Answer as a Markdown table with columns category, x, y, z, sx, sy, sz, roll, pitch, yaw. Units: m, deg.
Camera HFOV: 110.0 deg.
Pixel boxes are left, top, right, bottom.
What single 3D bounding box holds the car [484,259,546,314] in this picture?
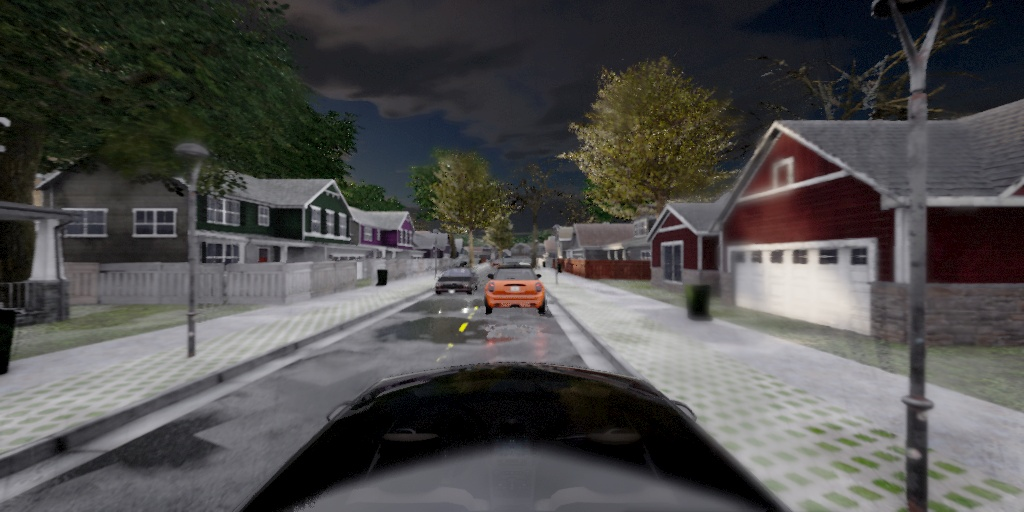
| category | x | y | z | sx | sy | sz | roll | pitch | yaw |
| --- | --- | --- | --- | --- | --- | --- | --- | --- | --- |
| car | 0.102 | 1.109 | 14.017 | 2.097 | 1.767 | 4.553 | 0 | 0 | 0 |

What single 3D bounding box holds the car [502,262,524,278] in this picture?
| category | x | y | z | sx | sy | sz | roll | pitch | yaw |
| --- | --- | --- | --- | --- | --- | --- | --- | --- | --- |
| car | 0.108 | 1.336 | 36.378 | 2.033 | 1.411 | 5.357 | 0 | 0 | 0 |

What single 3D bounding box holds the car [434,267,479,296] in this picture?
| category | x | y | z | sx | sy | sz | roll | pitch | yaw |
| --- | --- | --- | --- | --- | --- | --- | --- | --- | --- |
| car | -2.845 | 1.310 | 19.595 | 2.033 | 1.411 | 5.357 | 0 | 0 | 0 |

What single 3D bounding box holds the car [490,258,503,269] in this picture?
| category | x | y | z | sx | sy | sz | roll | pitch | yaw |
| --- | --- | --- | --- | --- | --- | --- | --- | --- | --- |
| car | -2.735 | 1.286 | 63.272 | 2.097 | 1.767 | 4.553 | 0 | 0 | 0 |
